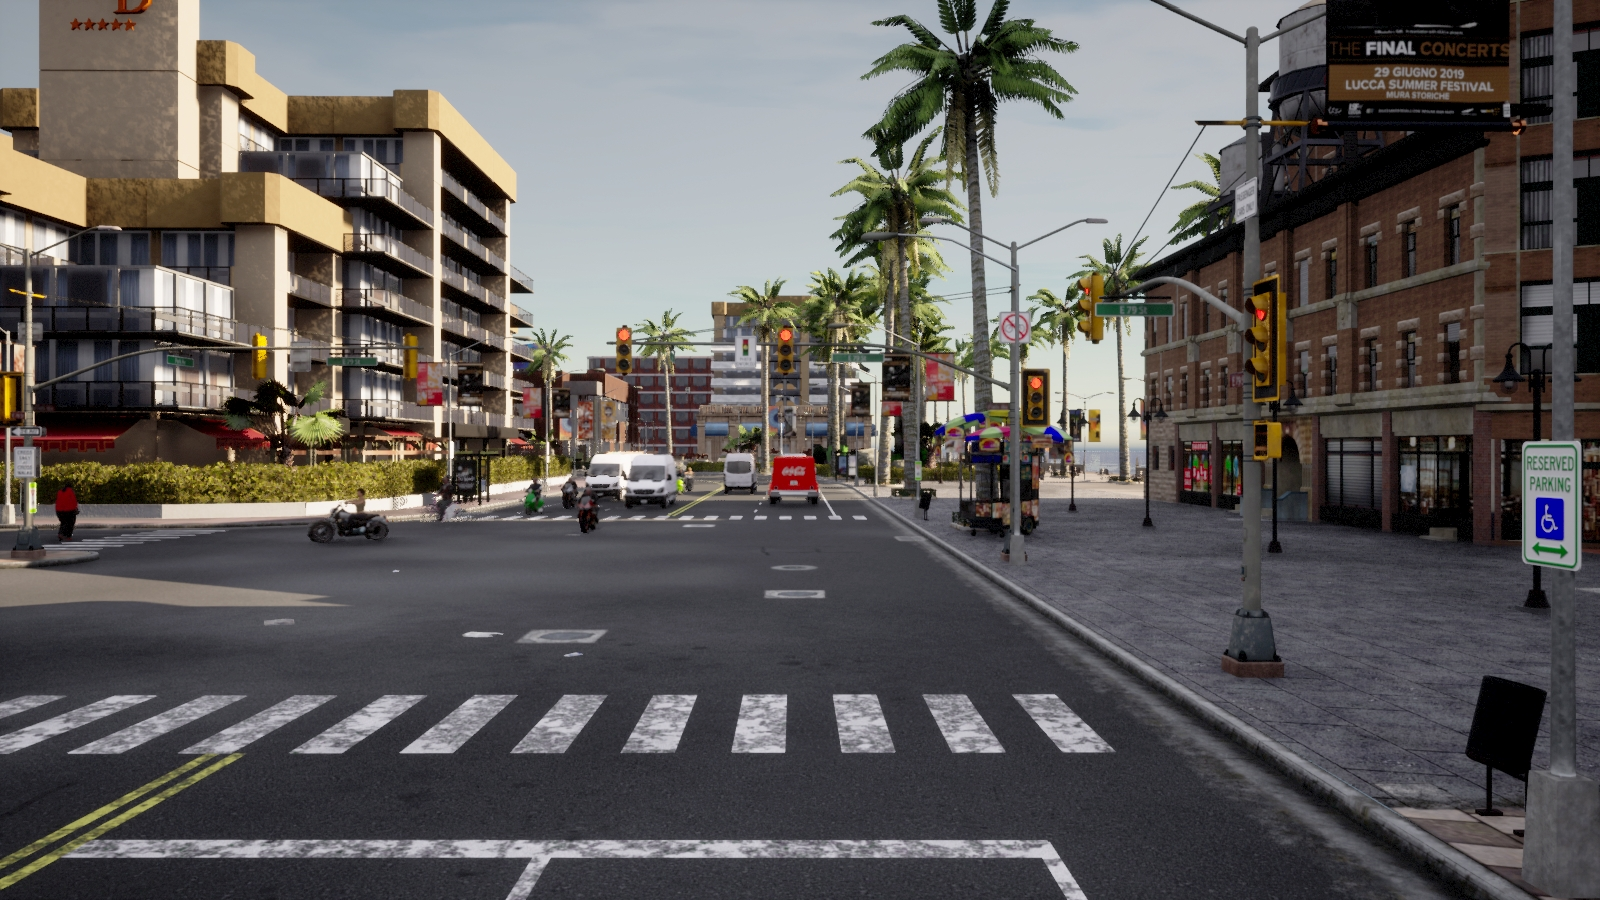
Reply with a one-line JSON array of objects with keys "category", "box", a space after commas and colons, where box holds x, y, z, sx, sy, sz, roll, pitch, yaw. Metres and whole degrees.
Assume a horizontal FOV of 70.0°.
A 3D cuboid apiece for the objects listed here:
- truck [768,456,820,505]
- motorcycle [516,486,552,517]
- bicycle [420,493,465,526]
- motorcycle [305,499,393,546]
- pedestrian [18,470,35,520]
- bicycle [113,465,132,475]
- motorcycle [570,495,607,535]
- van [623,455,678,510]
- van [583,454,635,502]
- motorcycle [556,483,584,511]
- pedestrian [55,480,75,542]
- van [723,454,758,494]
[{"category": "truck", "box": [-0.327, 1.568, 60.918, 2.627, 2.467, 5.204, 0, 0, 0]}, {"category": "motorcycle", "box": [-11.345, 2.182, 48.787, 0.856, 1.236, 1.805, 0, 0, 9]}, {"category": "bicycle", "box": [-13.359, 2.210, 42.703, 0.329, 1.171, 1.835, -3, -2, 30]}, {"category": "motorcycle", "box": [-13.643, 2.170, 34.604, 2.356, 1.277, 0.764, 0, 0, -41]}, {"category": "pedestrian", "box": [-28.962, 1.696, 42.795, 0.375, 1.860, 0.375, 0, 0, 5]}, {"category": "bicycle", "box": [-75.078, 2.210, 126.589, 1.835, 1.171, 0.329, 0, -2, -34]}, {"category": "motorcycle", "box": [-7.200, 2.205, 38.995, 0.867, 1.251, 2.209, 0, 0, 0]}, {"category": "van", "box": [-7.295, 1.534, 56.272, 1.988, 2.561, 5.915, 0, 0, 0]}, {"category": "van", "box": [-10.814, 1.534, 65.011, 1.988, 2.561, 5.915, 0, 0, 0]}, {"category": "motorcycle", "box": [-10.860, 2.205, 54.085, 0.867, 1.251, 2.209, 0, 0, 1]}, {"category": "pedestrian", "box": [-22.367, 1.848, 34.785, 0.375, 1.860, 0.375, 0, 0, -1]}, {"category": "van", "box": [-3.904, 1.534, 75.829, 1.988, 2.561, 5.915, 0, 0, 0]}]
